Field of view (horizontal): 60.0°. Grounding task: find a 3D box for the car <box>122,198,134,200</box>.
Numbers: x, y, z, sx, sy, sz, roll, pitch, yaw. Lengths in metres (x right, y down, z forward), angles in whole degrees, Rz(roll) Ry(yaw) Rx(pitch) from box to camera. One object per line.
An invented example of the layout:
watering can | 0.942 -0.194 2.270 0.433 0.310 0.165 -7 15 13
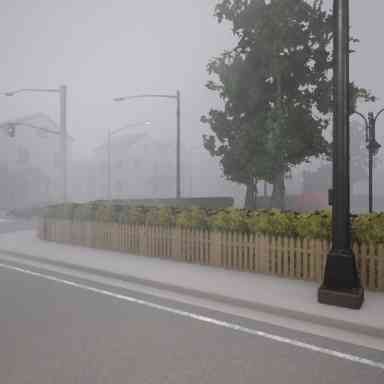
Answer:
car | -7.317 1.491 38.004 2.128 1.511 4.902 0 0 35

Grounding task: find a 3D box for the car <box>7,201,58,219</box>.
car | -13.259 1.547 29.458 2.033 1.411 5.357 0 0 35
